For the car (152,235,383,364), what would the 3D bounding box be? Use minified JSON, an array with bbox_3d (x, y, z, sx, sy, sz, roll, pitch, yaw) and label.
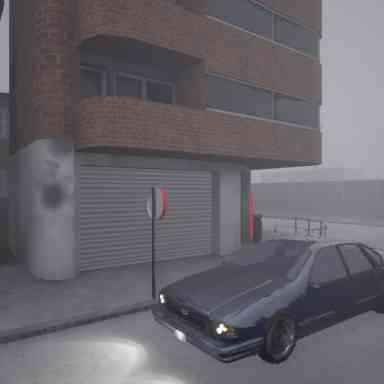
[{"bbox_3d":[2.003,1.547,6.038,5.357,1.411,2.033,0,0,-36],"label":"car"}]
